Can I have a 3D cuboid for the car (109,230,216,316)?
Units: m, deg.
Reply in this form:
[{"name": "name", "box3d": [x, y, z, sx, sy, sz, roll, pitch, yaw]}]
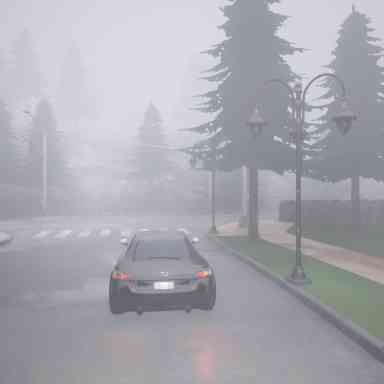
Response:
[{"name": "car", "box3d": [-0.724, 1.564, 7.670, 1.994, 1.385, 4.181, 0, 0, -7]}]
